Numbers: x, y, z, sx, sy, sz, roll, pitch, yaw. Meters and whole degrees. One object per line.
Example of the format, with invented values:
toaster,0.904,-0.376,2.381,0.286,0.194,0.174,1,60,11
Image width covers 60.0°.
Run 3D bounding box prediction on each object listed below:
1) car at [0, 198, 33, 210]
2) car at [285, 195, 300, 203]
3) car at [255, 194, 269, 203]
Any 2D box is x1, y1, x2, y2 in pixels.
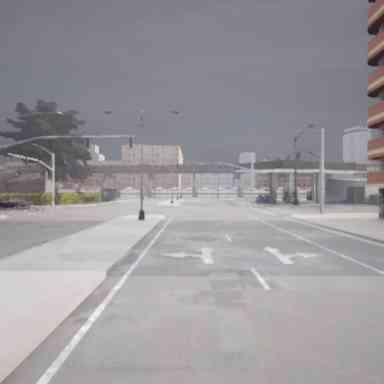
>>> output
car,-22.656,1.463,41.856,4.902,1.511,2.128,0,0,3
car,18.973,1.393,62.957,1.970,1.475,3.806,0,0,0
car,13.228,1.234,62.196,2.242,1.667,4.611,0,0,0
